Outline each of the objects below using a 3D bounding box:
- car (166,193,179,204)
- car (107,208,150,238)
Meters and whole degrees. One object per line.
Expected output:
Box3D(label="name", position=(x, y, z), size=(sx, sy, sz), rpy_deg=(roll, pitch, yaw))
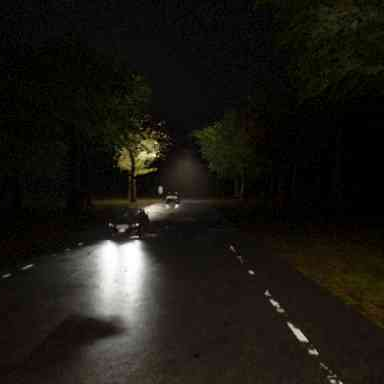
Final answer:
Box3D(label="car", position=(-3.544, 1.163, 60.759), size=(2.150, 2.045, 5.566), rpy_deg=(0, 1, 1))
Box3D(label="car", position=(-3.600, 1.725, 19.579), size=(2.128, 1.511, 4.902), rpy_deg=(0, 0, 0))
